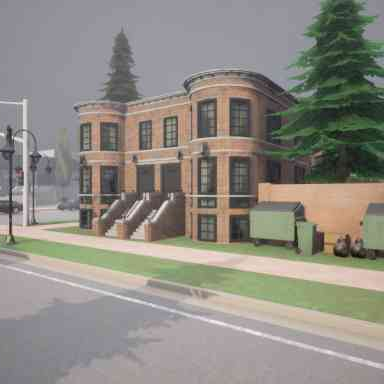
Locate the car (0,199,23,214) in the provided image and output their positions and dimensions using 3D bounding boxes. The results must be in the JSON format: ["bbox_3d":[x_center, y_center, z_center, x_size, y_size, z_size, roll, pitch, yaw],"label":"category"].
[{"bbox_3d":[-19.569,1.516,33.505,1.837,1.490,4.892,0,0,35],"label":"car"}]

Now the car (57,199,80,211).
[{"bbox_3d":[-14.453,1.575,41.117,1.994,1.385,4.181,0,0,32],"label":"car"}]
